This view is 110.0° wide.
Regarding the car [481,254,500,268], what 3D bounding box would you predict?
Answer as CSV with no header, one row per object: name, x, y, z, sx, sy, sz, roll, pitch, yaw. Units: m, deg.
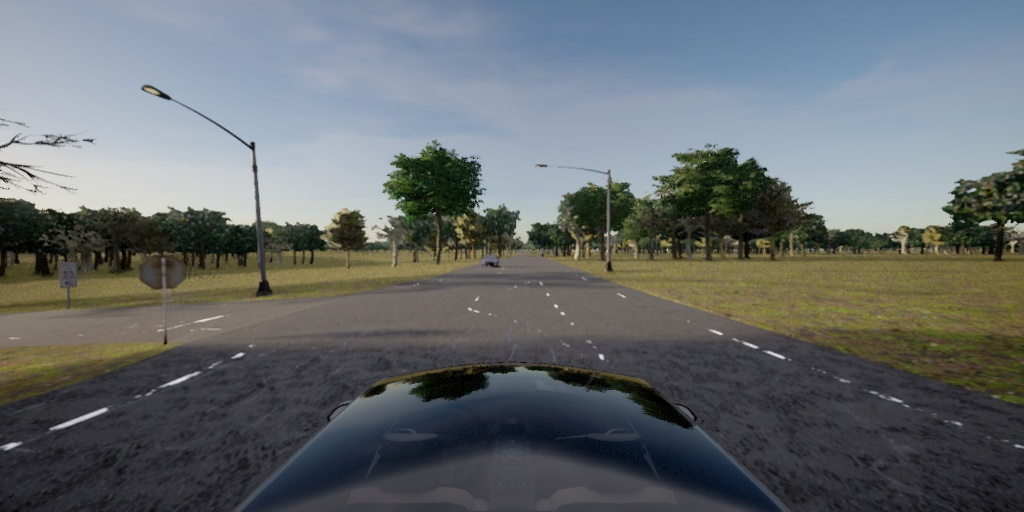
car,-2.685,0.575,44.902,2.097,1.767,4.553,0,1,2
